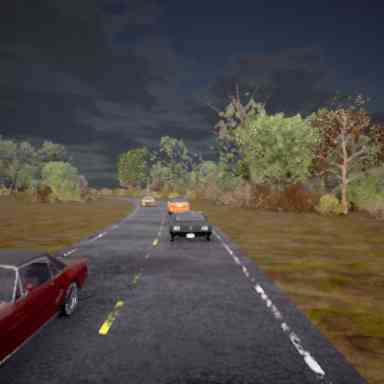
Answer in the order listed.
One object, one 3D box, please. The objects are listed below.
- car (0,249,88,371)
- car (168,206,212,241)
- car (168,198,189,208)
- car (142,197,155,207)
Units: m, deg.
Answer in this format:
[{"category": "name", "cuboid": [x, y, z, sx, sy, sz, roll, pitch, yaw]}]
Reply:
[{"category": "car", "cuboid": [-3.070, 1.606, 4.672, 1.895, 1.301, 4.718, 0, 0, 0]}, {"category": "car", "cuboid": [-0.150, 1.601, 16.608, 1.895, 1.301, 4.718, 0, 0, -3]}, {"category": "car", "cuboid": [-1.429, 1.355, 34.341, 2.097, 1.767, 4.553, 0, 0, -5]}, {"category": "car", "cuboid": [-6.858, 1.494, 52.167, 1.882, 1.535, 5.008, 0, 0, -9]}]
